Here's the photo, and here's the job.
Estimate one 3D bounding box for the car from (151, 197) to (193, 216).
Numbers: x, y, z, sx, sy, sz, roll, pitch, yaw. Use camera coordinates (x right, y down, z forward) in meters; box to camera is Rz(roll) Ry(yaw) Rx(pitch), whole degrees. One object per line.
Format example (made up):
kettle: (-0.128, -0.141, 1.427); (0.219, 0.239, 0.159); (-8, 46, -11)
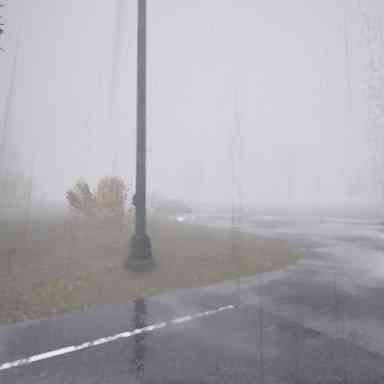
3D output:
car: (-1.729, 1.425, 31.102); (1.994, 1.385, 4.181); (0, 1, -35)

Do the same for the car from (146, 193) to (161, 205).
car: (-6.199, 0.968, 49.579); (2.097, 1.767, 4.553); (0, 1, -35)

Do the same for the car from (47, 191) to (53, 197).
car: (-36.506, 0.597, 84.516); (1.837, 1.490, 4.892); (0, 1, -28)
